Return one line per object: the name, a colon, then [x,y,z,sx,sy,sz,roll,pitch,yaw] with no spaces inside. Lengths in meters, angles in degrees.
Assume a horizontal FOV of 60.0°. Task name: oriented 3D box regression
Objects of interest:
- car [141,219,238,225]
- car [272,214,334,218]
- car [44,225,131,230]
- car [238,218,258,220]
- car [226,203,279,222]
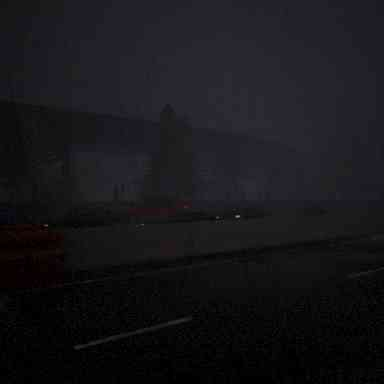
car: [-0.202,1.685,16.627,4.718,1.301,1.895,1,0,-35]
car: [7.740,1.696,22.282,4.674,1.442,1.812,1,0,-36]
car: [-5.488,1.542,17.151,4.902,1.511,2.128,1,0,-35]
car: [2.856,1.631,23.097,4.902,1.511,2.128,1,0,-35]
car: [5.371,1.714,29.188,4.674,1.442,1.812,1,0,-35]
